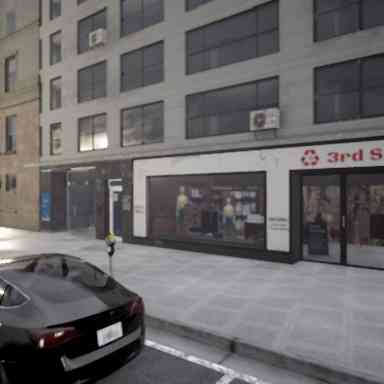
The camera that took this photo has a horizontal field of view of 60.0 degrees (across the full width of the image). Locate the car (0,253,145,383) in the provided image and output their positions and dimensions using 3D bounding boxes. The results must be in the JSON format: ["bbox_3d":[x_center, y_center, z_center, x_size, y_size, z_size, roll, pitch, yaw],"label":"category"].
[{"bbox_3d":[-2.578,1.570,4.811,4.313,1.339,1.947,0,0,36],"label":"car"}]
